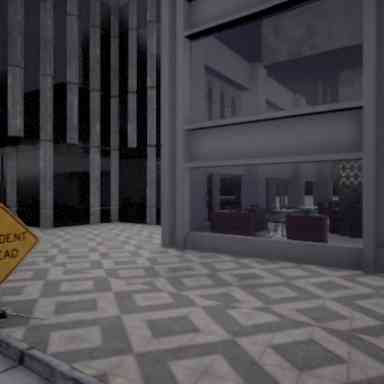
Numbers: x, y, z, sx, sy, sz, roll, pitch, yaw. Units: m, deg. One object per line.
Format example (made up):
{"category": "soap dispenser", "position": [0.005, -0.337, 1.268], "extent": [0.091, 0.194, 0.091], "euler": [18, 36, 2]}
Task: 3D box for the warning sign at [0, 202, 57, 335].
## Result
{"category": "warning sign", "position": [-3.020, 1.107, 5.226], "extent": [1.060, 1.860, 1.300], "euler": [0, 0, 36]}
